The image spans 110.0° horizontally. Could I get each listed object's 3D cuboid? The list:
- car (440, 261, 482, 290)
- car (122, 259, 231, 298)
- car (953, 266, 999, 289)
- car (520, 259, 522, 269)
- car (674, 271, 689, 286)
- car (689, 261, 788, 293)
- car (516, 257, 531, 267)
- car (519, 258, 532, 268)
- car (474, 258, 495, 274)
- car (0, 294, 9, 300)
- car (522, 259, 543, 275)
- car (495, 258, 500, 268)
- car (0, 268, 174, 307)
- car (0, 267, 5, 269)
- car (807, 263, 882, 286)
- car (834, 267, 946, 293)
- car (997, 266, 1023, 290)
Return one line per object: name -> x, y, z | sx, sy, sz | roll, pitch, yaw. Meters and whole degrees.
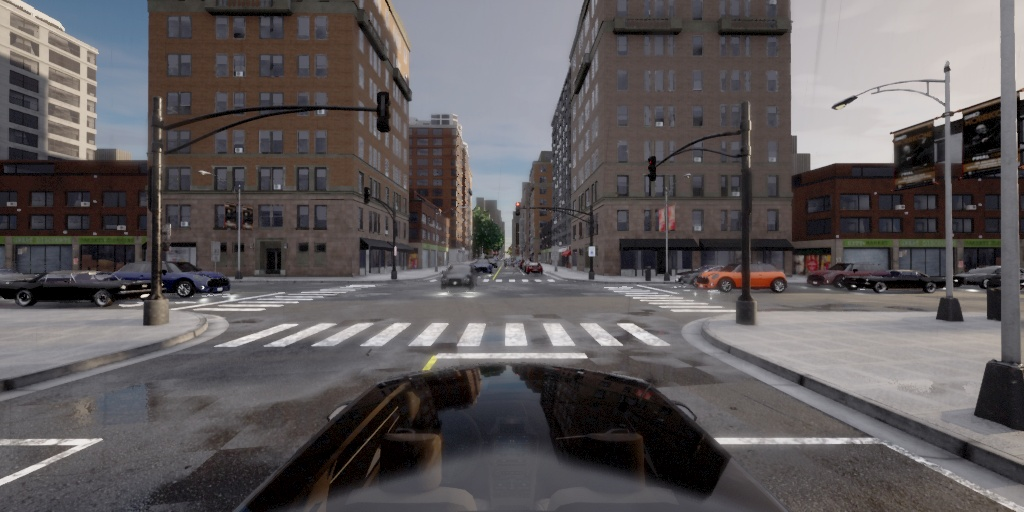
car -> -3.156, 1.256, 22.191 | 1.837, 1.490, 4.892 | 0, 0, 0
car -> -16.456, 1.024, 17.416 | 4.553, 1.767, 2.097 | 0, 0, -1
car -> 32.755, 1.447, 24.500 | 4.892, 1.490, 1.837 | 0, 0, 0
car -> 2.372, 1.355, 45.372 | 1.948, 1.339, 4.313 | 0, 0, -1
car -> 13.677, 1.348, 24.363 | 4.902, 1.511, 2.128 | 0, 0, 0
car -> 13.379, 1.181, 21.095 | 4.553, 1.767, 2.097 | 0, 0, -1
car -> 2.239, 1.128, 56.385 | 2.192, 1.841, 5.009 | 0, 0, -1
car -> 2.303, 1.325, 51.048 | 1.751, 1.417, 4.829 | 0, 0, -1
car -> -3.346, 1.133, 41.168 | 2.097, 1.767, 4.553 | 0, 0, -1
car -> -5.855, 1.190, 1.406 | 1.967, 1.591, 4.097 | 0, 0, 0
car -> 2.438, 1.324, 39.865 | 1.888, 1.381, 4.507 | 0, 0, -1
car -> -3.564, 1.178, 61.130 | 2.097, 1.767, 4.553 | 0, 0, 0
car -> -16.674, 1.246, 14.131 | 4.718, 1.301, 1.895 | 0, 0, 0
car -> -25.930, 1.182, 17.308 | 5.357, 1.411, 2.033 | 0, 0, -1
car -> 22.871, 1.249, 24.424 | 4.553, 1.767, 2.097 | 0, 0, -1
car -> 22.365, 1.470, 21.170 | 4.718, 1.301, 1.895 | 0, 0, -1
car -> 32.304, 1.478, 21.247 | 4.181, 1.385, 1.994 | 0, 0, -1
